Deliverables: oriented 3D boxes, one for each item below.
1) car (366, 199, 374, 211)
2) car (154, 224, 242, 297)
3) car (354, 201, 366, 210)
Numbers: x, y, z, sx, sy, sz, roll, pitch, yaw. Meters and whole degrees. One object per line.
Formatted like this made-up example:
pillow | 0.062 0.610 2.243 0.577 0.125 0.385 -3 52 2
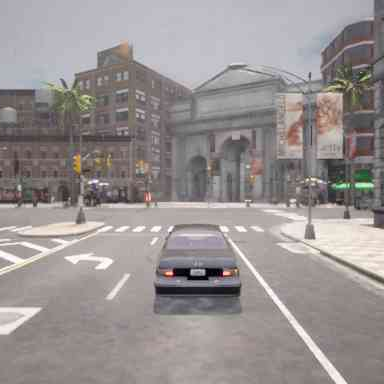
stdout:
car | 22.707 1.518 37.445 4.674 1.442 1.812 0 0 1
car | 0.111 1.546 8.720 2.033 1.411 5.357 0 0 0
car | 22.280 1.556 40.944 4.181 1.385 1.994 0 0 0
